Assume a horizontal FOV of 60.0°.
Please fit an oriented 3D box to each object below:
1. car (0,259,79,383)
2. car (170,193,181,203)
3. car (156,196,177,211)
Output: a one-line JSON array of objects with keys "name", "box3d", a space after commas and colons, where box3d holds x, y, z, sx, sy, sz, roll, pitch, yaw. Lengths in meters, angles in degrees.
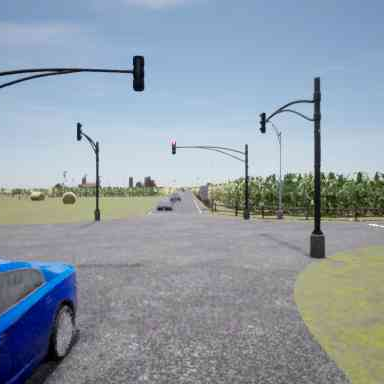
[{"name": "car", "box3d": [-2.675, 1.481, 3.057, 1.882, 1.535, 5.008, 0, 0, 1]}, {"name": "car", "box3d": [-3.429, 1.137, 70.035, 2.150, 2.045, 5.566, 0, 0, 0]}, {"name": "car", "box3d": [-3.197, 1.544, 39.883, 2.033, 1.411, 5.357, 0, 0, 0]}]
